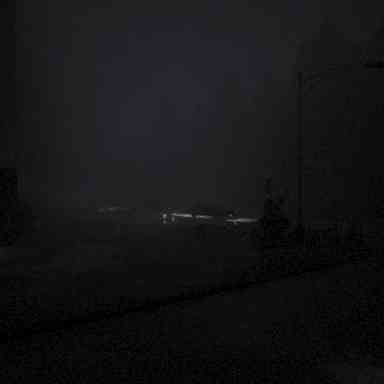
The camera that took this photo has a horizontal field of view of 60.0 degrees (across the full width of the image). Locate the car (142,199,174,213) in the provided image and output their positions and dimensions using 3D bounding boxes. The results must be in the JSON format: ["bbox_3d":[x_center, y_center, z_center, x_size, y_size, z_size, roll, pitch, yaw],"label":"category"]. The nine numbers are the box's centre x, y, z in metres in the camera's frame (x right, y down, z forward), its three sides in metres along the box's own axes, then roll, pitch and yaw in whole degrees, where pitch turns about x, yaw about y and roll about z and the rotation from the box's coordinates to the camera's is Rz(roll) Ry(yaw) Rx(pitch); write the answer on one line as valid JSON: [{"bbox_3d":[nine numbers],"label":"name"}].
[{"bbox_3d":[-3.806,1.491,36.868,2.128,1.511,4.902,0,0,-36],"label":"car"}]

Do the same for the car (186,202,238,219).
[{"bbox_3d":[1.595,1.547,29.322,2.033,1.411,5.357,0,0,-36],"label":"car"}]

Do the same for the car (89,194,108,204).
[{"bbox_3d":[-18.055,1.352,63.971,2.097,1.767,4.553,0,0,-35],"label":"car"}]

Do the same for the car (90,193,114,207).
[{"bbox_3d":[-13.914,1.223,51.087,2.150,2.045,5.566,0,0,-35],"label":"car"}]
